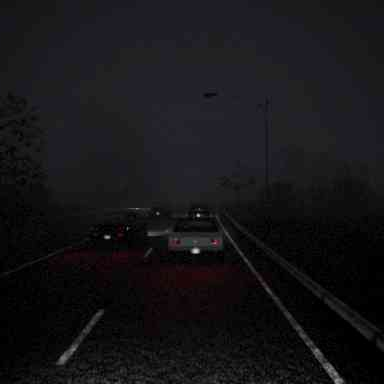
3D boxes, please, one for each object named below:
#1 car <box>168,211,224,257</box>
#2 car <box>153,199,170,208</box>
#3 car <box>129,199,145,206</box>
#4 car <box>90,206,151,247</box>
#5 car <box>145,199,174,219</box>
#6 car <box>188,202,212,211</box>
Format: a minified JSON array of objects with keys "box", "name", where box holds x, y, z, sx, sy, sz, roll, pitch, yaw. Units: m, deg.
[{"box":[0.174,1.660,13.174,1.895,1.301,4.718,0,0,1],"name":"car"},{"box":[-4.841,1.839,53.696,1.895,1.301,4.718,0,0,6],"name":"car"},{"box":[-8.449,1.781,52.844,2.033,1.411,5.357,0,0,5],"name":"car"},{"box":[-3.273,1.594,15.391,1.812,1.442,4.674,0,0,1],"name":"car"},{"box":[-2.781,1.662,30.616,1.812,1.442,4.674,0,0,3],"name":"car"},{"box":[0.669,1.639,29.562,1.837,1.490,4.892,0,0,3],"name":"car"}]
